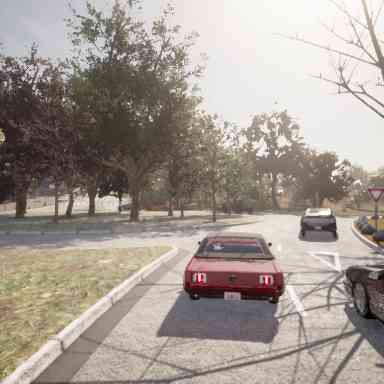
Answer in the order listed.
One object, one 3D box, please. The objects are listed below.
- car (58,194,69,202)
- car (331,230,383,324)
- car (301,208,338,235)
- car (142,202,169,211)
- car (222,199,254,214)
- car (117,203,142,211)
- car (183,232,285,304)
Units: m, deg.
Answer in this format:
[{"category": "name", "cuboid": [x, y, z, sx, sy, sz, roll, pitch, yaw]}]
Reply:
[{"category": "car", "cuboid": [-33.190, 1.851, 84.911, 1.946, 1.575, 5.366, 0, 2, -12]}, {"category": "car", "cuboid": [3.776, 1.553, 4.253, 2.033, 1.411, 5.357, 0, 0, 5]}, {"category": "car", "cuboid": [7.456, 1.681, 19.511, 2.128, 1.511, 4.902, -1, -1, 22]}, {"category": "car", "cuboid": [-5.451, 2.404, 55.510, 4.553, 1.767, 2.097, -1, -2, 24]}, {"category": "car", "cuboid": [6.375, 2.069, 46.849, 2.150, 2.045, 5.566, 1, -1, -28]}, {"category": "car", "cuboid": [-10.763, 2.629, 59.129, 4.902, 1.511, 2.128, 0, -1, -1]}, {"category": "car", "cuboid": [1.055, 1.638, 8.289, 1.895, 1.301, 4.718, 0, -1, 8]}]
